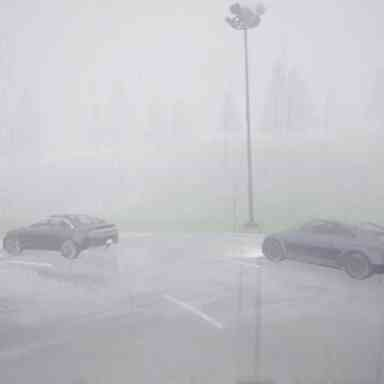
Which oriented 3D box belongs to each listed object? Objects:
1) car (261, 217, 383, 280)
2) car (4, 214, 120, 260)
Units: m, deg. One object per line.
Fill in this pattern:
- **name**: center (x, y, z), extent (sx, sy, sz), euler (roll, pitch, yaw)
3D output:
- **car**: center (3.959, 1.412, 9.610), extent (1.994, 1.385, 4.181), euler (-2, 0, -32)
- **car**: center (-5.132, 1.617, 12.900), extent (4.902, 1.511, 2.128), euler (-2, 0, 25)
